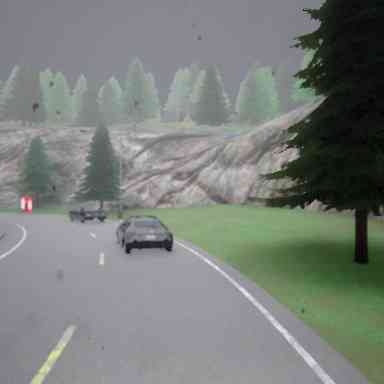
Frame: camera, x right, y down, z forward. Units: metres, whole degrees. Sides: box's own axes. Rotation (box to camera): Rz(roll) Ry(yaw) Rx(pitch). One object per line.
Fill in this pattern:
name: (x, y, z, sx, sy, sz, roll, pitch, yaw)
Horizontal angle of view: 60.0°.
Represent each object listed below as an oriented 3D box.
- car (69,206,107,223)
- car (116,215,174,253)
car: (-8.982, 1.875, 28.336, 1.895, 1.301, 4.718, 0, -1, -36)
car: (-2.172, 1.703, 14.582, 1.994, 1.385, 4.181, 0, -1, -18)
